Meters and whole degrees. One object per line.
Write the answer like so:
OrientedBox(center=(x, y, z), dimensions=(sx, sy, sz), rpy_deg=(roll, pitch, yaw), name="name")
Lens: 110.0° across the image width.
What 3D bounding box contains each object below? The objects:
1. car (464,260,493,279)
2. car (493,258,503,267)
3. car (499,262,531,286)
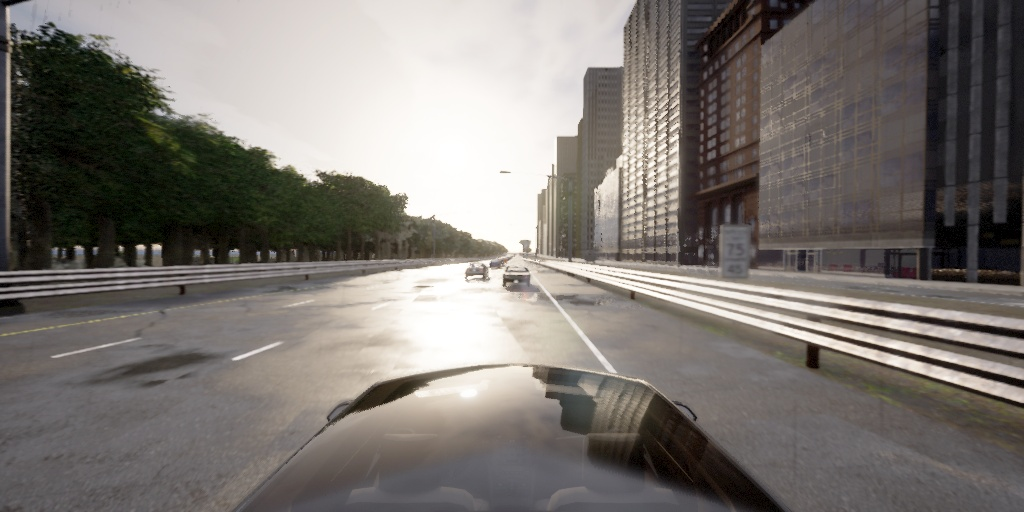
OrientedBox(center=(-3.153, 1.279, 32.705), dimensions=(2.033, 1.411, 5.357), rpy_deg=(0, 0, 1), name="car")
OrientedBox(center=(-2.869, 1.293, 60.676), dimensions=(1.812, 1.442, 4.674), rpy_deg=(0, 0, 1), name="car")
OrientedBox(center=(0.331, 1.359, 25.610), dimensions=(1.895, 1.301, 4.718), rpy_deg=(0, 0, 1), name="car")
